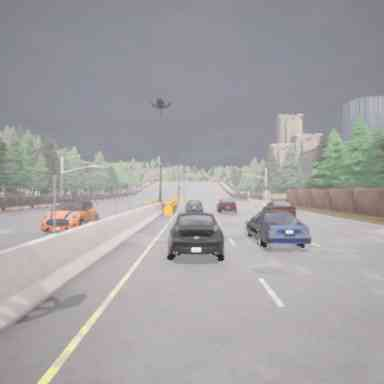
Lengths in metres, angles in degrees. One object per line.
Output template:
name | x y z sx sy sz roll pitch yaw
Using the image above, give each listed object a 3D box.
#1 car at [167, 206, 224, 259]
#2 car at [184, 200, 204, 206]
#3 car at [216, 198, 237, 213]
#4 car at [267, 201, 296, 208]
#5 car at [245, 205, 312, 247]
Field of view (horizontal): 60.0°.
car | 0.137 1.492 12.465 1.837 1.490 4.892 0 0 0
car | 0.208 1.511 33.465 2.033 1.411 5.357 0 0 0
car | 3.717 1.445 36.371 1.882 1.535 5.008 0 0 0
car | 7.187 1.461 27.809 1.882 1.535 5.008 0 0 0
car | 3.644 1.538 14.913 2.033 1.411 5.357 0 0 0
